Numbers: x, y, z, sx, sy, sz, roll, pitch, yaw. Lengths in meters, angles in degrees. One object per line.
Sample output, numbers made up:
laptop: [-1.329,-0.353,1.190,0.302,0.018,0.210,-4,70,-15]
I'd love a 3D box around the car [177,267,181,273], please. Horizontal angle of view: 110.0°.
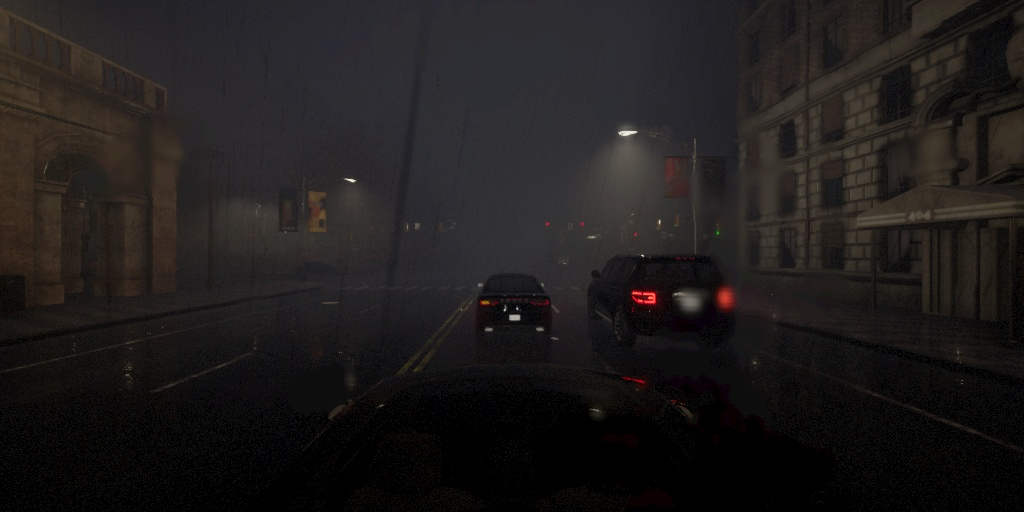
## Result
car: [-36.042,1.351,35.718,4.718,1.301,1.895,0,0,0]

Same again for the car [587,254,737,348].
car: [3.455,0.971,9.415,2.150,2.045,5.566,0,0,2]

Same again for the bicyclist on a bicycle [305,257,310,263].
bicyclist on a bicycle: [-31.577,1.050,55.228,0.582,1.620,1.656,0,0,0]

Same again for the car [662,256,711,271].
car: [23.182,0.971,47.781,5.566,2.045,2.150,0,0,0]

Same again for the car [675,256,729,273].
car: [23.387,0.971,44.270,5.566,2.045,2.150,0,0,1]

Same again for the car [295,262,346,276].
car: [-19.107,1.276,35.824,4.674,1.442,1.812,0,0,0]

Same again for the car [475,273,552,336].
car: [-0.011,1.228,10.494,1.882,1.535,5.008,0,0,-2]
